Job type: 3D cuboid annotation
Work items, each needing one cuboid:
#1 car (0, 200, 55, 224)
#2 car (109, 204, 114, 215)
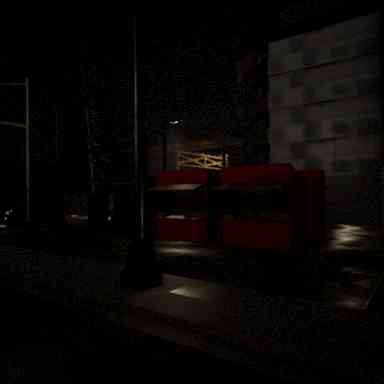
[{"bbox_3d":[-12.861,1.484,26.262,2.097,1.767,4.553,-1,-1,36],"label":"car"},{"bbox_3d":[-7.147,1.656,34.109,1.812,1.442,4.674,-1,-1,36],"label":"car"}]
